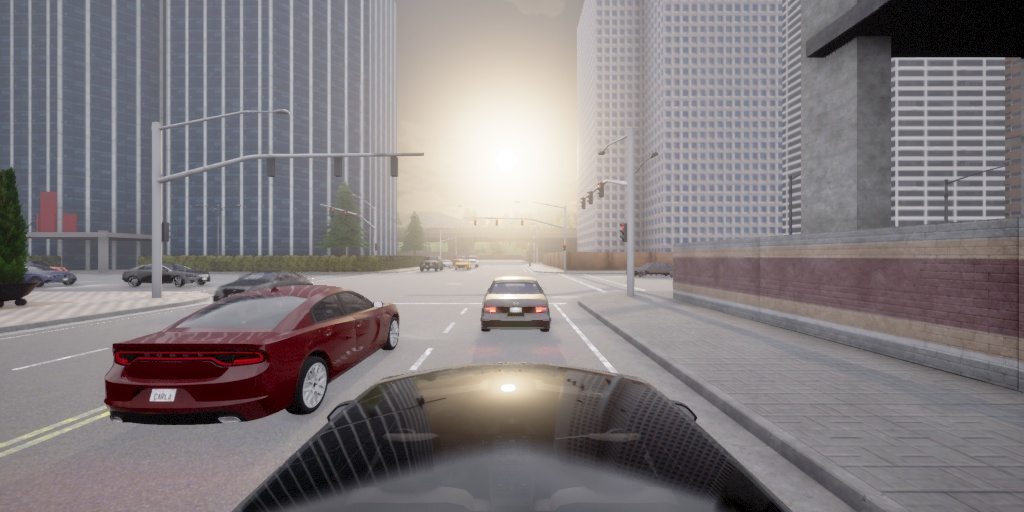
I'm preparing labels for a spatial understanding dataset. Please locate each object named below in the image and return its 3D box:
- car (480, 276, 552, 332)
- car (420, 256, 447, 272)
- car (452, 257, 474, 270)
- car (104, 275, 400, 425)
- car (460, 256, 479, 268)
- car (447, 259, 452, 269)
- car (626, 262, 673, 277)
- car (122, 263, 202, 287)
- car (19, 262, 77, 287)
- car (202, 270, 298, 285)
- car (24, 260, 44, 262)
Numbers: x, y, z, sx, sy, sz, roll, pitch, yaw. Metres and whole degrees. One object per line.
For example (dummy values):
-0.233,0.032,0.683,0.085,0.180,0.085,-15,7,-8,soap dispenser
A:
0.092,1.297,10.842,2.033,1.411,5.357,0,0,0,car
-10.556,0.972,47.441,2.150,2.045,5.566,0,0,0,car
-7.048,1.227,52.046,1.882,1.535,5.008,0,0,0,car
-3.439,1.228,6.030,1.882,1.535,5.008,0,0,0,car
-7.013,0.971,61.886,2.150,2.045,5.566,0,0,0,car
-10.535,1.276,56.980,1.812,1.442,4.674,0,0,0,car
13.922,1.297,34.818,5.357,1.411,2.033,0,0,0,car
-22.785,1.241,23.758,4.902,1.511,2.128,0,0,1,car
-31.876,1.276,23.710,4.674,1.442,1.812,0,0,0,car
-10.587,1.314,15.595,1.994,1.385,4.181,0,0,0,car
-36.538,1.102,27.176,4.553,1.767,2.097,0,0,0,car
